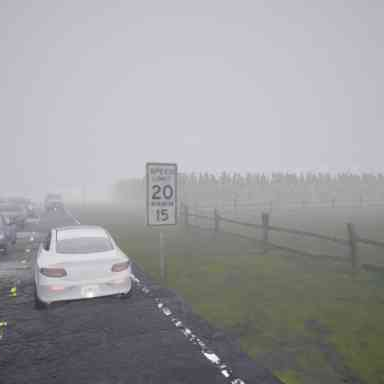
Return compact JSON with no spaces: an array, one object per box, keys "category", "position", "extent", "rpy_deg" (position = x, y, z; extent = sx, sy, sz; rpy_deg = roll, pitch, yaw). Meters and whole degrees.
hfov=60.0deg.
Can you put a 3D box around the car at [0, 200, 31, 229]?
[{"category":"car","position":[-11.534,1.509,21.156],"extent":[1.837,1.490,4.892],"rpy_deg":[0,0,-23]}]

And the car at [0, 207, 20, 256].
[{"category":"car","position":[-7.951,1.529,12.886],"extent":[1.812,1.442,4.674],"rpy_deg":[0,0,-24]}]

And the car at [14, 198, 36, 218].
[{"category":"car","position":[-15.427,1.357,30.190],"extent":[2.097,1.767,4.553],"rpy_deg":[0,0,-23]}]

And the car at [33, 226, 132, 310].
[{"category":"car","position":[-2.683,1.528,7.890],"extent":[1.812,1.442,4.674],"rpy_deg":[0,0,-23]}]

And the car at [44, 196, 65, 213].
[{"category":"car","position":[-14.990,1.510,36.425],"extent":[1.837,1.490,4.892],"rpy_deg":[0,0,-23]}]

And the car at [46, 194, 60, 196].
[{"category":"car","position":[-19.007,1.227,45.555],"extent":[2.150,2.045,5.566],"rpy_deg":[0,0,-23]}]
